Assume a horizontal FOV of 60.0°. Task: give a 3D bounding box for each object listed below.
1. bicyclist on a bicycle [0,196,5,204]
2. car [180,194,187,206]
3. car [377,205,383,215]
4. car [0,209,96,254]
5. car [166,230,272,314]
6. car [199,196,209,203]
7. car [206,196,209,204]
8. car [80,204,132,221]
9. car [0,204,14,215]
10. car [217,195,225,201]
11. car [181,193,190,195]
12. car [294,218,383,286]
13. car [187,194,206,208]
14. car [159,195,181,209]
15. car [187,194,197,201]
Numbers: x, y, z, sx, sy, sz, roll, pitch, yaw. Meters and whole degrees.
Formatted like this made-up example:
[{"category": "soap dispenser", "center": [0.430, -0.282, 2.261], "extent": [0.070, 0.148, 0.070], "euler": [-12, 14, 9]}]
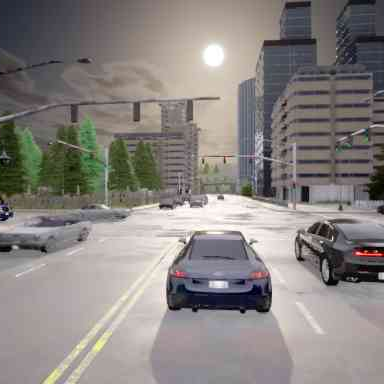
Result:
[{"category": "bicyclist on a bicycle", "center": [-22.306, 1.301, 38.971], "extent": [0.582, 1.620, 1.656], "euler": [0, 0, 5]}, {"category": "car", "center": [-2.300, 1.547, 54.778], "extent": [2.033, 1.411, 5.357], "euler": [0, 0, 5]}, {"category": "car", "center": [20.371, 1.478, 31.618], "extent": [5.008, 1.535, 1.882], "euler": [0, 0, 5]}, {"category": "car", "center": [-5.861, 1.601, 13.652], "extent": [1.895, 1.301, 4.718], "euler": [0, 0, 5]}, {"category": "car", "center": [0.600, 1.564, 7.730], "extent": [1.994, 1.385, 4.181], "euler": [0, 0, 4]}, {"category": "car", "center": [2.443, 1.505, 68.413], "extent": [1.837, 1.490, 4.892], "euler": [0, 0, 5]}, {"category": "car", "center": [1.500, 1.352, 58.043], "extent": [2.097, 1.767, 4.553], "euler": [0, 0, 5]}, {"category": "car", "center": [-7.281, 1.601, 26.697], "extent": [4.718, 1.301, 1.895], "euler": [0, 0, 5]}, {"category": "car", "center": [-15.857, 1.224, 23.905], "extent": [5.566, 2.045, 2.150], "euler": [0, 0, 5]}, {"category": "car", "center": [7.431, 1.500, 85.849], "extent": [1.837, 1.490, 4.892], "euler": [0, 0, 5]}, {"category": "car", "center": [-1.332, 1.224, 65.628], "extent": [2.150, 2.045, 5.566], "euler": [0, 0, 5]}, {"category": "car", "center": [4.233, 1.505, 9.346], "extent": [1.837, 1.490, 4.892], "euler": [0, 0, 5]}, {"category": "car", "center": [0.718, 1.505, 48.952], "extent": [1.837, 1.490, 4.892], "euler": [0, 0, 5]}, {"category": "car", "center": [-3.151, 1.547, 44.740], "extent": [2.033, 1.411, 5.357], "euler": [0, 0, 5]}, {"category": "car", "center": [-0.028, 1.340, 80.679], "extent": [2.097, 1.767, 4.553], "euler": [0, 0, 5]}]
